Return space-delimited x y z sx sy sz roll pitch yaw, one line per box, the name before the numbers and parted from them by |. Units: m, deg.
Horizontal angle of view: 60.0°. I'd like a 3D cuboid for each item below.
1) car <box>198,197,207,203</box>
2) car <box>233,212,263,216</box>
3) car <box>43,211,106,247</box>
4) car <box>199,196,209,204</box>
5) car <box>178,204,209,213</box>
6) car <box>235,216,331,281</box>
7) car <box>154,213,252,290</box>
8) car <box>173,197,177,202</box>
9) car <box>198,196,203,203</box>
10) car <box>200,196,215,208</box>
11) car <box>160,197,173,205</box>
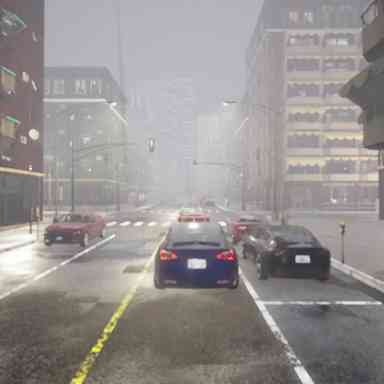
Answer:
car | 2.589 1.951 81.983 1.947 1.339 4.313 1 0 0
car | 2.577 1.610 15.479 1.887 1.381 4.507 1 0 0
car | -5.270 1.610 15.452 1.887 1.381 4.507 1 0 0
car | 2.588 1.766 70.604 1.967 1.590 4.097 1 0 0
car | -0.010 1.693 21.766 1.895 1.301 4.718 0 0 -3
car | 2.575 1.607 9.808 1.947 1.339 4.313 1 0 0
car | 0.103 1.542 9.226 2.163 1.488 4.792 0 0 0
car | -5.290 1.961 87.662 1.887 1.381 4.507 1 0 0
car | 2.620 1.604 63.481 2.192 1.841 5.009 1 0 0
car | 2.713 1.784 53.535 1.887 1.381 4.507 1 0 0
car | -5.311 1.847 64.904 2.008 1.369 4.403 1 0 0
